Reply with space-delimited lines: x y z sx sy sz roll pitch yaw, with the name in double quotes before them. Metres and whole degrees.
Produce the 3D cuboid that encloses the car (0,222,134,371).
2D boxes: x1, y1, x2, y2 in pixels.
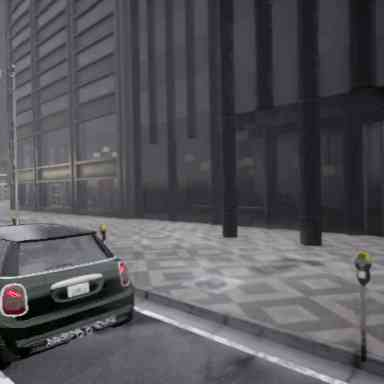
"car" -3.087 1.349 5.911 4.553 1.767 2.097 -1 1 43
